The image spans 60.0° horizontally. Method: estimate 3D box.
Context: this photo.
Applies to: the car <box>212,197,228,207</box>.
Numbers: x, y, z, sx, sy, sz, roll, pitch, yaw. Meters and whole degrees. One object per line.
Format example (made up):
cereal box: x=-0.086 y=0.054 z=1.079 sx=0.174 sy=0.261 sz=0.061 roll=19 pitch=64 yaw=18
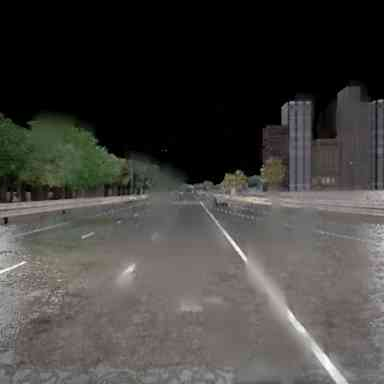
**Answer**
car: x=4.188 y=1.446 z=50.458 sx=2.033 sy=1.411 sz=5.357 roll=0 pitch=0 yaw=-4
